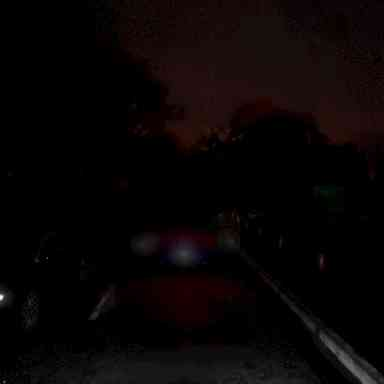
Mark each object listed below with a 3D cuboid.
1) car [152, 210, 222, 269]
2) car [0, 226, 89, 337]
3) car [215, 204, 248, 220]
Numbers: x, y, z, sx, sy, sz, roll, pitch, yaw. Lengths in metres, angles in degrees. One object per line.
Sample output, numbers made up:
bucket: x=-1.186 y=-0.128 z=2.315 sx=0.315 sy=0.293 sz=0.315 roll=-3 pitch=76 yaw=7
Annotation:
car: x=-0.211 y=1.493 z=11.248 sx=1.882 sy=1.535 sz=5.008 roll=0 pitch=0 yaw=0
car: x=-3.523 y=1.504 z=6.753 sx=2.128 sy=1.511 sz=4.902 roll=0 pitch=0 yaw=-2
car: x=3.377 y=1.712 z=28.962 sx=1.895 sy=1.301 sz=4.718 roll=0 pitch=-1 yaw=26
